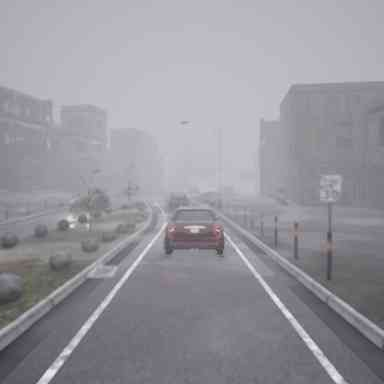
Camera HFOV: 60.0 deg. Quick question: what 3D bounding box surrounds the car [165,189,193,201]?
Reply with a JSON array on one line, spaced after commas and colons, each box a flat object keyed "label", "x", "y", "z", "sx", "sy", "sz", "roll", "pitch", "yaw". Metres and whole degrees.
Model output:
[{"label": "car", "x": -1.415, "y": 0.761, "z": 31.451, "sx": 1.837, "sy": 1.490, "sz": 4.892, "roll": 0, "pitch": 4, "yaw": -10}]

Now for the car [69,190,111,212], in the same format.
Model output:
[{"label": "car", "x": -9.107, "y": 0.703, "z": 29.900, "sx": 2.097, "sy": 1.767, "sz": 4.553, "roll": 0, "pitch": 4, "yaw": 10}]

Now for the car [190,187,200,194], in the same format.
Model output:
[{"label": "car", "x": 0.383, "y": -0.309, "z": 69.918, "sx": 1.837, "sy": 1.490, "sz": 4.892, "roll": 0, "pitch": 1, "yaw": 12}]

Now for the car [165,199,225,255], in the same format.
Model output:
[{"label": "car", "x": 0.089, "y": 1.330, "z": 13.407, "sx": 2.097, "sy": 1.767, "sz": 4.553, "roll": 0, "pitch": 0, "yaw": 0}]
